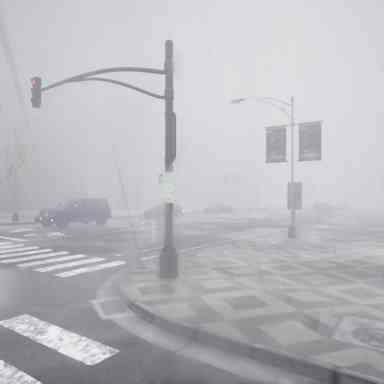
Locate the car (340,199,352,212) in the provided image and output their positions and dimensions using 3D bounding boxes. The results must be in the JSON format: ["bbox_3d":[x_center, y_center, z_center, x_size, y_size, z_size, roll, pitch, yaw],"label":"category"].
[{"bbox_3d":[24.588,2.380,54.072,2.128,1.511,4.902,0,-1,35],"label":"car"}]

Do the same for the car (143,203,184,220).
[{"bbox_3d":[-2.729,1.888,32.626,1.837,1.490,4.892,0,-1,36],"label":"car"}]

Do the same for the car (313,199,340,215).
[{"bbox_3d":[17.691,2.061,44.300,2.097,1.767,4.553,0,-1,35],"label":"car"}]

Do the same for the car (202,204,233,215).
[{"bbox_3d":[3.198,2.134,41.007,1.895,1.301,4.718,0,-1,35],"label":"car"}]

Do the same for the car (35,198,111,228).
[{"bbox_3d":[-8.503,1.460,24.458,2.150,2.045,5.566,0,-1,35],"label":"car"}]
